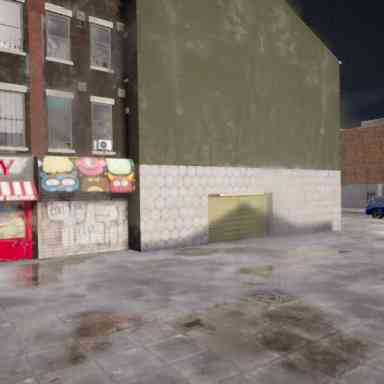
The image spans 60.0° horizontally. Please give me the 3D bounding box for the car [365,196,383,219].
[{"bbox_3d":[17.589,1.335,27.907,2.150,2.045,5.566,-1,0,-35],"label":"car"}]
